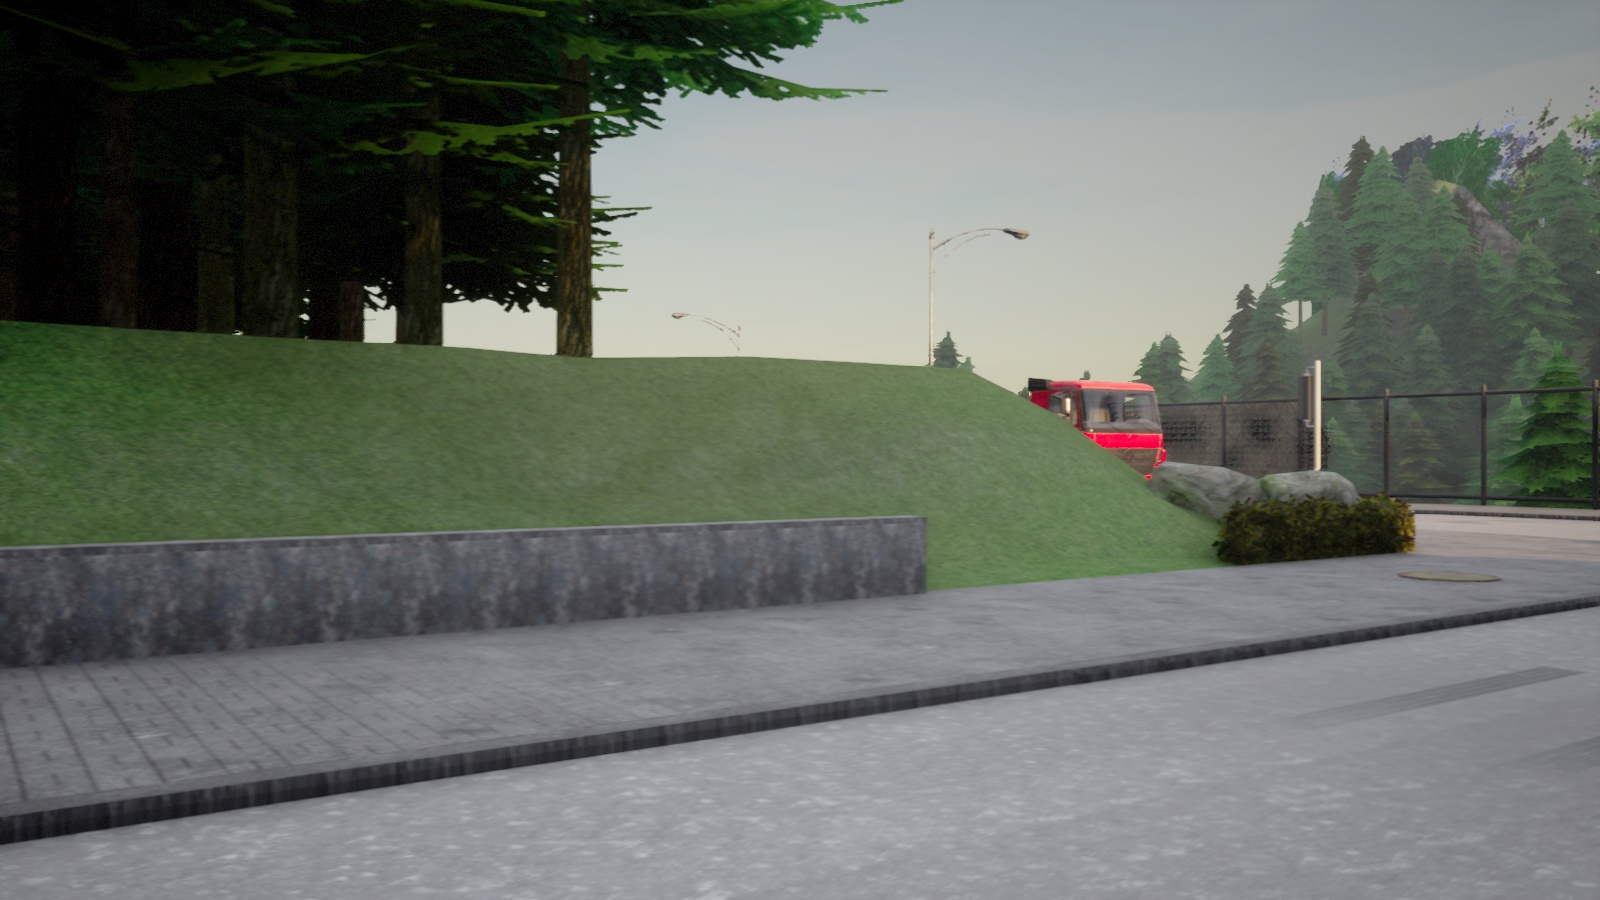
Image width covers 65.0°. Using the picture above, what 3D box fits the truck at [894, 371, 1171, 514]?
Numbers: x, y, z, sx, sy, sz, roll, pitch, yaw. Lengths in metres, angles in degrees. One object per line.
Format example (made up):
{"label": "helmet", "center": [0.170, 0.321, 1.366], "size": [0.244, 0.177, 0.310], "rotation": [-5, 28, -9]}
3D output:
{"label": "truck", "center": [6.112, -0.165, 34.575], "size": [2.891, 3.462, 7.936], "rotation": [0, 0, -32]}
